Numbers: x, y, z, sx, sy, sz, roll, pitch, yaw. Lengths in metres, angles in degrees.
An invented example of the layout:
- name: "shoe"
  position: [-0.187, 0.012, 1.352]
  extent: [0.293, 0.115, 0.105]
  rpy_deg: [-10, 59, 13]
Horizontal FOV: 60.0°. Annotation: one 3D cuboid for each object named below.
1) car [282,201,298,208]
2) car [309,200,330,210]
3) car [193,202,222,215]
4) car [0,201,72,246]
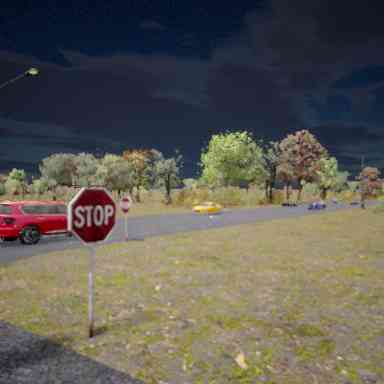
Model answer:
- name: "car"
  position: [19.819, 2.525, 67.520]
  extent: [1.895, 1.301, 4.718]
  rpy_deg: [0, 0, 36]
- name: "car"
  position: [22.401, 2.253, 59.125]
  extent: [2.097, 1.767, 4.553]
  rpy_deg: [0, 0, 36]
- name: "car"
  position: [2.032, 2.101, 42.815]
  extent: [1.882, 1.535, 5.008]
  rpy_deg: [0, 1, 36]
- name: "car"
  position: [-7.537, 1.527, 17.551]
  extent: [2.150, 2.045, 5.566]
  rpy_deg: [0, -1, 36]
